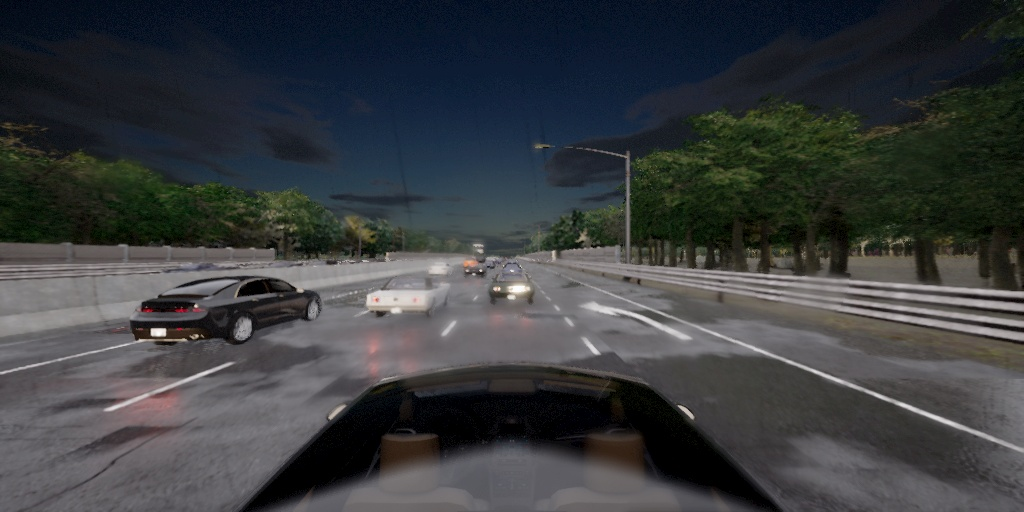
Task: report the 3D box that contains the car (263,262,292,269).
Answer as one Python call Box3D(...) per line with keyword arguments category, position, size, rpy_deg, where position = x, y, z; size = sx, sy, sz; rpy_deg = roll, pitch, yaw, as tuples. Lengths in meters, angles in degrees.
Box3D(category="car", position=(-21.069, 1.294, 33.156), size=(2.128, 1.511, 4.902), rpy_deg=(0, 0, 0))

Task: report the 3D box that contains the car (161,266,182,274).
Box3D(category="car", position=(-28.070, 1.347, 31.986), size=(2.033, 1.411, 5.357), rpy_deg=(0, 0, 0))

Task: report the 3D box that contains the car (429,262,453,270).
Box3D(category="car", position=(-6.997, 1.328, 35.603), size=(1.812, 1.442, 4.674), rpy_deg=(0, 0, 0))

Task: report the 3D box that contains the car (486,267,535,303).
Box3D(category="car", position=(0.002, 1.381, 16.724), size=(1.895, 1.301, 4.718), rpy_deg=(0, 0, 0))

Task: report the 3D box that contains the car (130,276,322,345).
Box3D(category="car", position=(-6.998, 1.271, 9.522), size=(1.837, 1.490, 4.892), rpy_deg=(0, 0, 0))

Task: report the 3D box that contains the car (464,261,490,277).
Box3D(category="car", position=(-3.496, 1.403, 35.612), size=(1.895, 1.301, 4.718), rpy_deg=(0, 0, 0))

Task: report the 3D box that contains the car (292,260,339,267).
Box3D(category="car", position=(-17.570, 1.152, 32.918), size=(2.097, 1.767, 4.553), rpy_deg=(0, 0, 0))

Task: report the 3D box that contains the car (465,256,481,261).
Box3D(category="car", position=(-6.996, 1.142, 61.603), size=(2.097, 1.767, 4.553), rpy_deg=(0, 0, 0))

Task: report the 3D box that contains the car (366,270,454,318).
Box3D(category="car", position=(-3.498, 1.374, 13.126), size=(1.895, 1.301, 4.718), rpy_deg=(0, 0, 0))

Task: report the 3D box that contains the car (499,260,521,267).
Box3D(category="car", position=(0.003, 1.366, 35.592), size=(1.994, 1.385, 4.181), rpy_deg=(0, 0, 0))

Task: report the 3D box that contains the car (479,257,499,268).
Box3D(category="car", position=(-3.496, 1.344, 55.664), size=(2.033, 1.411, 5.357), rpy_deg=(0, 0, 0))

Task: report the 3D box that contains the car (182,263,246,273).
Box3D(category="car", position=(-24.582, 1.399, 30.290), size=(1.895, 1.301, 4.718), rpy_deg=(0, 0, 0))
